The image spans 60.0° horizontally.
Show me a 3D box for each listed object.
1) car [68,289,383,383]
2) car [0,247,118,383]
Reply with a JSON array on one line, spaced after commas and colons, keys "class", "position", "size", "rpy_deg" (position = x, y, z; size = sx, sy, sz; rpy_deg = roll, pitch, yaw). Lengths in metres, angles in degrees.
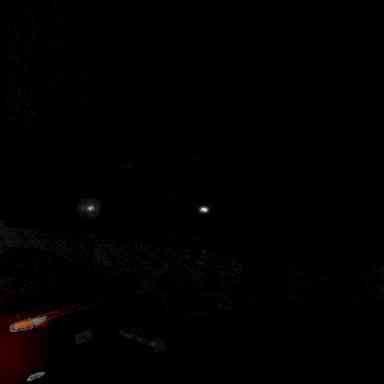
[{"class": "car", "position": [1.491, 1.545, 1.904], "size": [4.507, 1.381, 1.887], "rpy_deg": [0, 0, 35]}, {"class": "car", "position": [-3.069, 1.536, 5.157], "size": [4.507, 1.381, 1.887], "rpy_deg": [0, 0, 35]}]
